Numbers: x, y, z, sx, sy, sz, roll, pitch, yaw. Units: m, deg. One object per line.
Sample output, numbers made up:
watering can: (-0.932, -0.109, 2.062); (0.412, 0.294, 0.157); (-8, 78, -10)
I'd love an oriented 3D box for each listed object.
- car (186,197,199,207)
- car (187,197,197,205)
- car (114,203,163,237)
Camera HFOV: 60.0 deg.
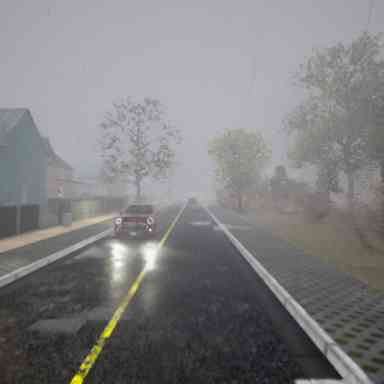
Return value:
car: (0.042, 1.694, 56.174); (1.837, 1.490, 4.892); (0, 0, 0)
car: (0.049, 1.705, 66.606); (1.837, 1.490, 4.892); (0, 0, 0)
car: (-2.789, 1.412, 18.181); (2.097, 1.767, 4.553); (0, 0, 1)
